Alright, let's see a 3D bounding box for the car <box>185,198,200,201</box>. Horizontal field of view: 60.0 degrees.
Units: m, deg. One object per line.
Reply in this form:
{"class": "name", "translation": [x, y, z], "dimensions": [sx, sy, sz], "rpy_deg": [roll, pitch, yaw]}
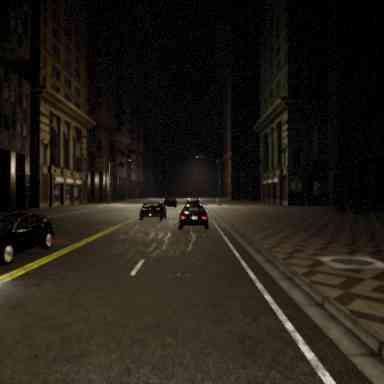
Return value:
{"class": "car", "translation": [0.096, 1.513, 45.901], "dimensions": [2.128, 1.511, 4.902], "rpy_deg": [0, 0, 0]}

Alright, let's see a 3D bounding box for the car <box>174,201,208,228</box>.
{"class": "car", "translation": [0.098, 1.557, 21.974], "dimensions": [2.033, 1.411, 5.357], "rpy_deg": [0, 0, 0]}

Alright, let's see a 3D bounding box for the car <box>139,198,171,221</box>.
{"class": "car", "translation": [-3.153, 1.504, 27.551], "dimensions": [2.128, 1.511, 4.902], "rpy_deg": [0, 0, 0]}

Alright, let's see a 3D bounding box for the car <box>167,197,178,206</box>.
{"class": "car", "translation": [-3.152, 1.501, 49.144], "dimensions": [1.882, 1.535, 5.008], "rpy_deg": [0, 0, 0]}

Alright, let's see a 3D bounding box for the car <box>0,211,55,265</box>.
{"class": "car", "translation": [-6.540, 1.507, 11.747], "dimensions": [1.837, 1.490, 4.892], "rpy_deg": [0, 1, 0]}
